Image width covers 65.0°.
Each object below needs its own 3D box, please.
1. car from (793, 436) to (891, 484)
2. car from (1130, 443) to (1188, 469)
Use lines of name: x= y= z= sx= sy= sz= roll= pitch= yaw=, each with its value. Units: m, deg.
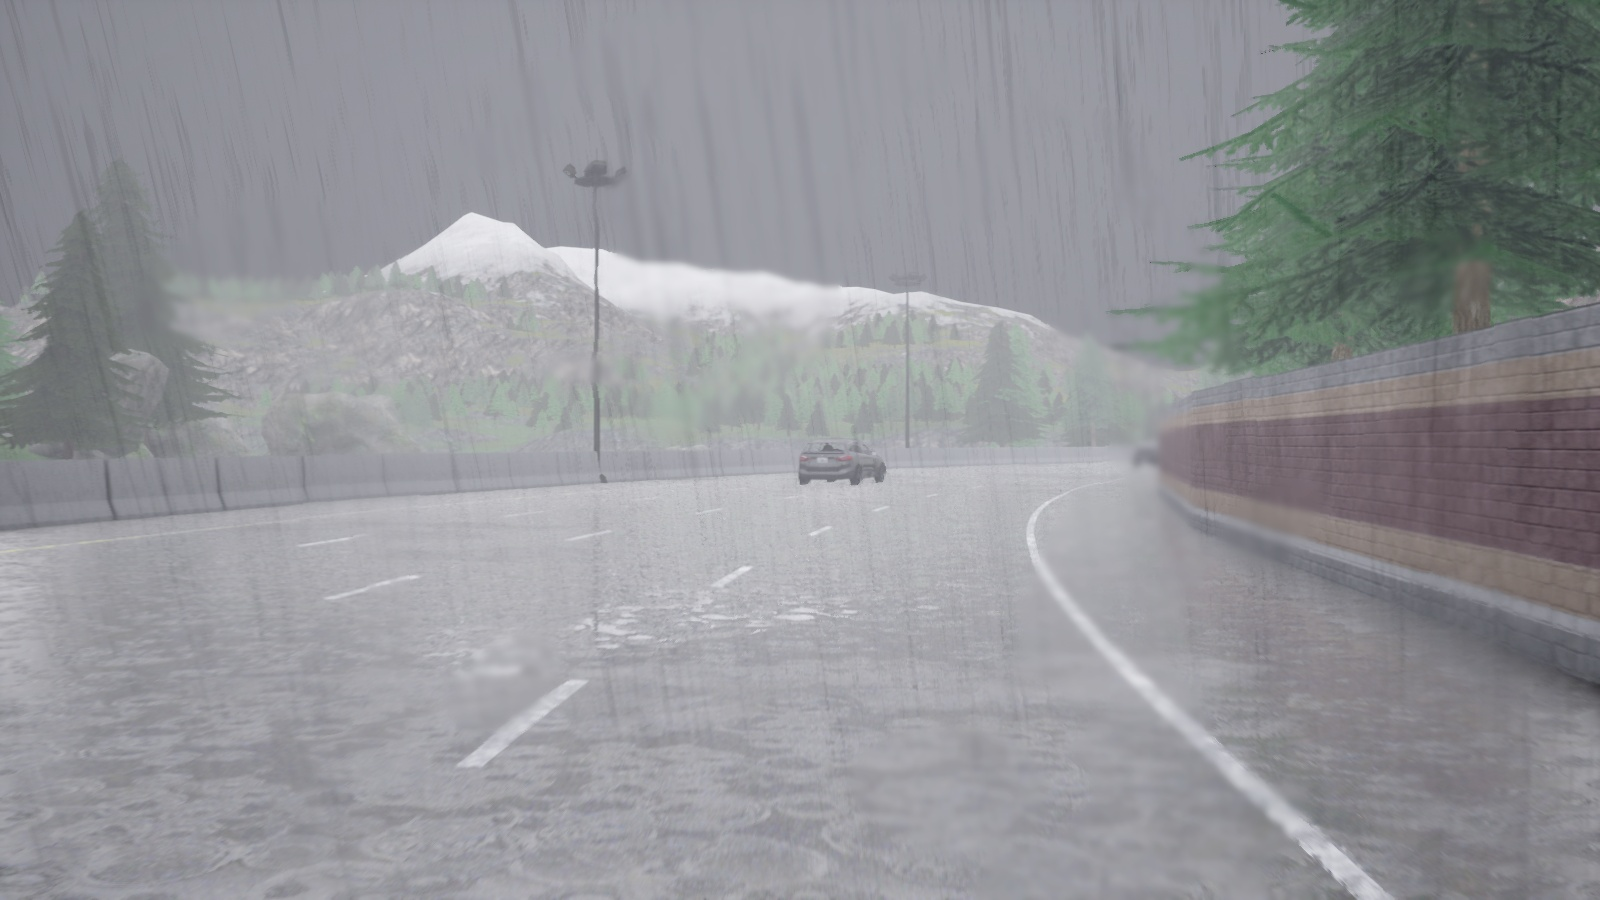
car: x=1.605 y=0.334 z=45.779 sx=2.242 sy=1.667 sz=4.611 roll=0 pitch=0 yaw=20
car: x=21.870 y=0.347 z=76.395 sx=1.837 sy=1.490 sz=4.892 roll=0 pitch=0 yaw=36
